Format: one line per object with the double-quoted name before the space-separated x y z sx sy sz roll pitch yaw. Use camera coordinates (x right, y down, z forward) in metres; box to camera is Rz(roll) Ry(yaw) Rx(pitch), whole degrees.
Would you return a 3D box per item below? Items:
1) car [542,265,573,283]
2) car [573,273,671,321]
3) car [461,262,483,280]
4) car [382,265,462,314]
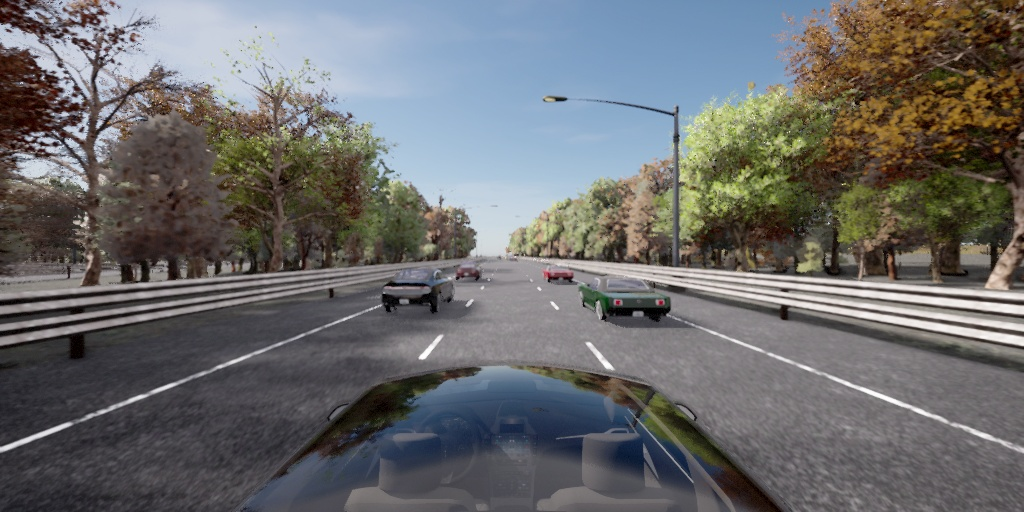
"car" 3.449 1.335 27.699 1.895 1.301 4.718 0 0 -1
"car" 3.565 1.346 12.363 1.895 1.301 4.718 0 0 0
"car" -3.582 1.258 30.298 1.812 1.442 4.674 0 0 -1
"car" -3.444 1.237 13.862 2.128 1.511 4.902 0 0 0
